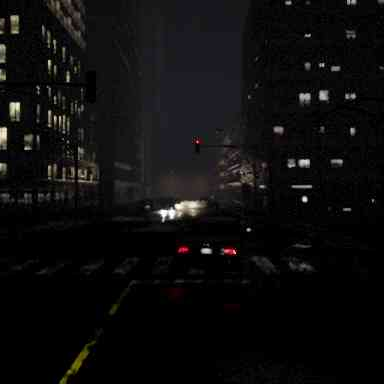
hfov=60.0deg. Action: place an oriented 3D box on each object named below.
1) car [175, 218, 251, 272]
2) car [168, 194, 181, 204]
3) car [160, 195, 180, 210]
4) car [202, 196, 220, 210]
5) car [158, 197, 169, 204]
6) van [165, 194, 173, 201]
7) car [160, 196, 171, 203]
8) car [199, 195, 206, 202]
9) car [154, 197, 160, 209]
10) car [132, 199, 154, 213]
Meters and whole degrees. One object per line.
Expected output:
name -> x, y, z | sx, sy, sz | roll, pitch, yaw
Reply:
car -> 0.875, 1.554, 10.931 | 2.033, 1.411, 5.357 | 0, 0, 12
car -> -3.050, 1.530, 62.034 | 2.128, 1.511, 4.902 | 0, 0, 1
car -> -3.100, 1.518, 44.047 | 2.128, 1.511, 4.902 | 0, 0, 0
car -> 2.668, 1.577, 43.445 | 2.008, 1.369, 4.403 | -1, 0, 0
car -> -5.716, 1.624, 66.061 | 1.802, 1.307, 4.206 | -1, 0, 0
van -> -5.723, 1.394, 83.025 | 1.690, 1.788, 3.998 | -1, 0, 0
car -> -5.718, 1.590, 71.715 | 1.887, 1.381, 4.507 | -1, 0, 0
car -> 2.660, 1.489, 77.373 | 1.967, 1.590, 4.097 | -1, 0, 0
car -> -5.711, 1.592, 43.443 | 1.947, 1.339, 4.313 | -1, 0, 0
car -> -5.711, 1.548, 37.618 | 1.752, 1.417, 4.829 | -1, 0, 0
